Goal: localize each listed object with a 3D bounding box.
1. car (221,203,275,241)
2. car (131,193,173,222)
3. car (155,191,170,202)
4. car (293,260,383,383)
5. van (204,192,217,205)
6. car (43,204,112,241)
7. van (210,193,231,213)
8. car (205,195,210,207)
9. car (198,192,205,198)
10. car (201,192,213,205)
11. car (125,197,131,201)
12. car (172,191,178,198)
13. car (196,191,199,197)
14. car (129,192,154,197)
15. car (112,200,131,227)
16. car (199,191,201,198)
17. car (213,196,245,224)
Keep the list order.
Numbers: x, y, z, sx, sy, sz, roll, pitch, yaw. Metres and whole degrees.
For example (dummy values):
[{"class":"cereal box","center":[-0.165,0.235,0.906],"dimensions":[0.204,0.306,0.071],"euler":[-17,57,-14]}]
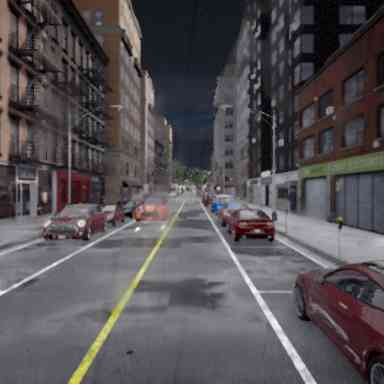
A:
[{"class":"car","center":[2.652,1.423,15.697],"dimensions":[1.887,1.381,4.507],"euler":[0,0,0]},{"class":"car","center":[-2.776,1.164,24.154],"dimensions":[2.097,1.767,4.553],"euler":[0,1,1]},{"class":"car","center":[-5.349,0.836,61.132],"dimensions":[2.192,1.841,5.009],"euler":[0,0,0]},{"class":"car","center":[2.642,1.548,4.339],"dimensions":[1.802,1.307,4.206],"euler":[0,0,0]},{"class":"van","center":[2.680,0.953,49.768],"dimensions":[1.690,1.788,3.998],"euler":[0,0,0]},{"class":"car","center":[-5.379,1.318,15.708],"dimensions":[1.967,1.590,4.097],"euler":[0,0,0]},{"class":"van","center":[2.661,1.132,27.053],"dimensions":[1.690,1.788,3.998],"euler":[0,0,0]},{"class":"car","center":[2.666,1.297,32.733],"dimensions":[2.008,1.369,4.403],"euler":[0,0,0]},{"class":"car","center":[2.716,0.807,93.616],"dimensions":[1.887,1.381,4.507],"euler":[0,0,0]},{"class":"car","center":[2.675,0.972,44.088],"dimensions":[2.192,1.841,5.009],"euler":[0,0,0]},{"class":"car","center":[-5.372,1.356,27.065],"dimensions":[1.947,1.339,4.313],"euler":[0,0,0]},{"class":"car","center":[-5.342,0.832,87.971],"dimensions":[1.752,1.417,4.829],"euler":[0,0,0]},{"class":"car","center":[2.711,0.857,88.134],"dimensions":[2.008,1.369,4.403],"euler":[0,0,0]},{"class":"car","center":[-5.368,1.061,32.741],"dimensions":[2.192,1.841,5.009],"euler":[0,0,0]},{"class":"car","center":[-5.376,1.416,21.387],"dimensions":[1.802,1.307,4.206],"euler":[0,0,0]},{"class":"car","center":[2.685,0.882,55.446],"dimensions":[2.192,1.841,5.009],"euler":[0,0,0]},{"class":"car","center":[2.656,1.275,21.375],"dimensions":[1.967,1.590,4.097],"euler":[0,0,0]}]
